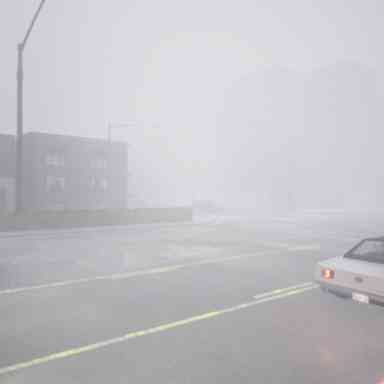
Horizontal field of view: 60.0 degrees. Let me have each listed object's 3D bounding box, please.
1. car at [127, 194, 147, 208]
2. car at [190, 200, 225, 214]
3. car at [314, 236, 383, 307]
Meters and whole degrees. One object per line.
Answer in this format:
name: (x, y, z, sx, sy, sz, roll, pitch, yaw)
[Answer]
car: (-9.345, 1.375, 52.746, 2.150, 2.045, 5.566, 0, 0, -37)
car: (1.738, 1.660, 38.315, 1.837, 1.490, 4.892, 0, 0, -38)
car: (4.874, 1.654, 7.357, 4.718, 1.301, 1.895, 0, 0, -36)
